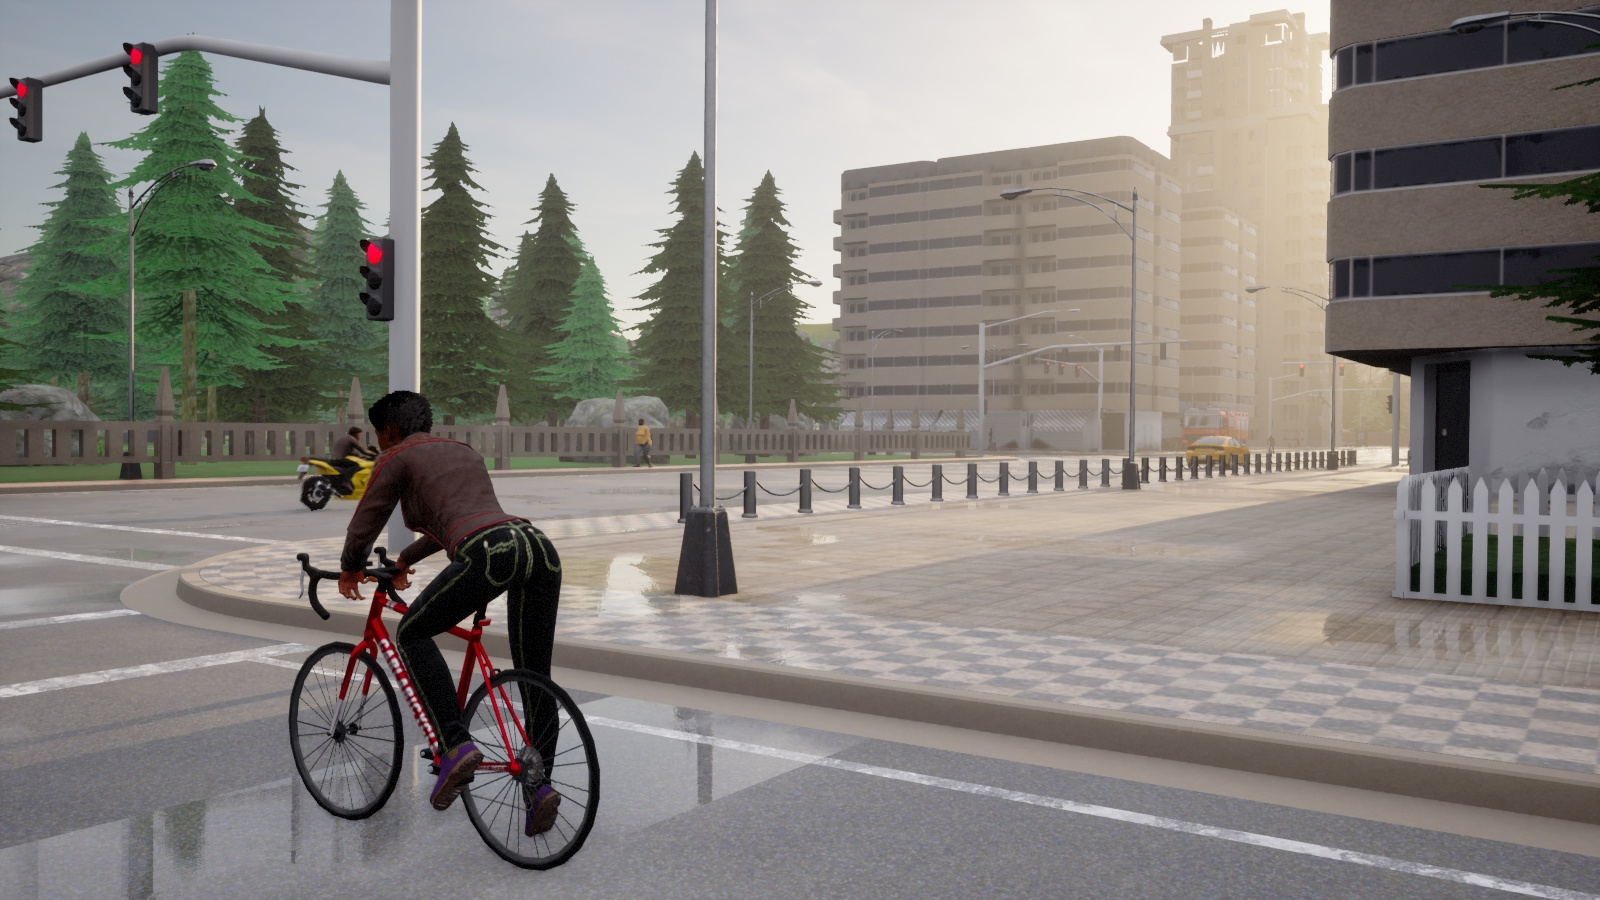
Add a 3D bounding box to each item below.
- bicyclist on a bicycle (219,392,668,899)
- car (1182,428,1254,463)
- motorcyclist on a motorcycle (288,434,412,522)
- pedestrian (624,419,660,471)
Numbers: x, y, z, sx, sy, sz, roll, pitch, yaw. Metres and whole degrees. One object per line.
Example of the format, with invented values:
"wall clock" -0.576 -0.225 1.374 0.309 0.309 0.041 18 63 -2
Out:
"bicyclist on a bicycle" -1.313 0.635 4.495 1.656 1.620 0.582 0 1 34
"car" 19.315 -0.256 57.875 1.882 1.535 5.008 0 1 34
"motorcyclist on a motorcycle" -8.163 0.475 22.859 0.797 1.523 2.044 0 1 34
"pedestrian" -5.675 -0.175 45.136 0.874 1.855 0.900 0 1 33
